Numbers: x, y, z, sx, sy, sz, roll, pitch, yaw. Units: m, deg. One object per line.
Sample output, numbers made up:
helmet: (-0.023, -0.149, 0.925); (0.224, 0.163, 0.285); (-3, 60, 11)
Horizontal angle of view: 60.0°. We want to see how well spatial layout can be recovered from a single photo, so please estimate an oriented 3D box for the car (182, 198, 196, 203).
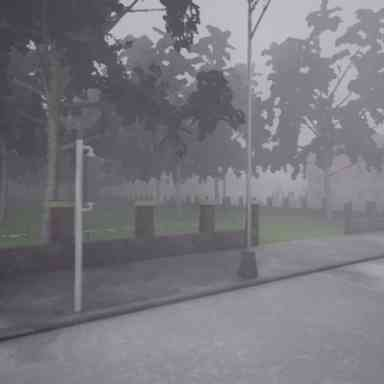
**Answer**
car: (-0.088, 1.877, 62.564); (1.812, 1.442, 4.674); (1, -1, -35)
